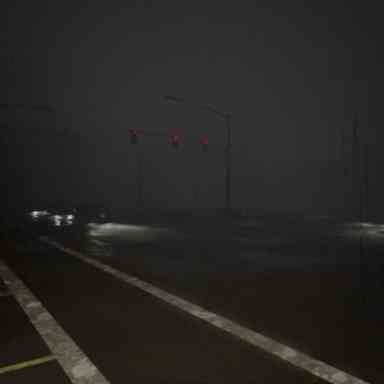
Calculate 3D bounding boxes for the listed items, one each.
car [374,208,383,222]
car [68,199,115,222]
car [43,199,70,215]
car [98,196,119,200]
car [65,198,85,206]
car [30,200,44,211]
[{"bbox_3d":[17.459,1.765,28.403,5.008,1.535,1.882,0,0,-35],"label":"car"},{"bbox_3d":[-8.366,1.618,27.813,2.128,1.511,4.902,1,-1,-36],"label":"car"},{"bbox_3d":[-14.243,1.687,35.832,1.994,1.385,4.181,1,-1,-36],"label":"car"},{"bbox_3d":[-18.224,1.868,69.643,1.812,1.442,4.674,0,-1,30],"label":"car"},{"bbox_3d":[-20.960,1.837,59.789,1.895,1.301,4.718,1,0,3],"label":"car"},{"bbox_3d":[-20.046,1.722,43.896,1.895,1.301,4.718,1,-1,-33],"label":"car"}]
